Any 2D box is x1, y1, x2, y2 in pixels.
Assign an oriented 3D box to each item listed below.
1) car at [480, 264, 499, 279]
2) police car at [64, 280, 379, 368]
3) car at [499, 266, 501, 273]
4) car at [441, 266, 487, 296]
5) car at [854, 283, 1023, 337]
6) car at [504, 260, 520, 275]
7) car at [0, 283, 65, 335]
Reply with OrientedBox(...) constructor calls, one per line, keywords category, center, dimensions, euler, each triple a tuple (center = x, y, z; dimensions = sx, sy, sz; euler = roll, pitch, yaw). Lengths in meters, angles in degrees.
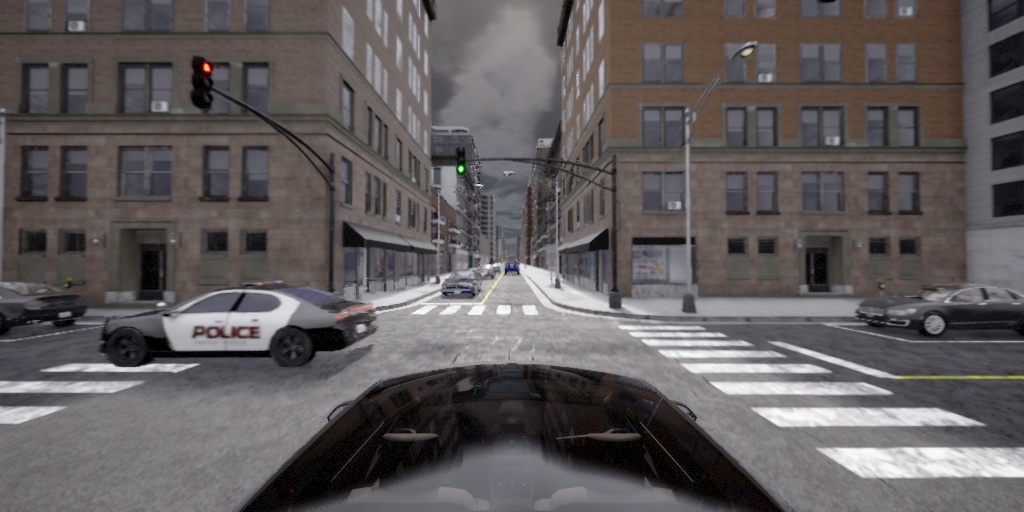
OrientedBox(category="car", center=(-2.836, 1.696, 38.975), dimensions=(2.128, 1.511, 4.902), euler=(0, -1, 0))
OrientedBox(category="police car", center=(-5.547, 1.330, 7.488), dimensions=(4.974, 1.542, 2.038), euler=(0, -1, 0))
OrientedBox(category="car", center=(-2.759, 1.978, 56.095), dimensions=(1.994, 1.385, 4.181), euler=(0, -1, 0))
OrientedBox(category="car", center=(-2.856, 1.537, 21.406), dimensions=(2.033, 1.411, 5.357), euler=(0, -1, 0))
OrientedBox(category="car", center=(12.277, 1.437, 10.090), dimensions=(4.403, 1.370, 2.007), euler=(0, 0, 0))
OrientedBox(category="car", center=(-0.005, 1.569, 50.767), dimensions=(2.150, 2.045, 5.566), euler=(0, -1, 0))
OrientedBox(category="car", center=(-14.805, 1.418, 10.126), dimensions=(4.403, 1.370, 2.007), euler=(0, 0, 0))
